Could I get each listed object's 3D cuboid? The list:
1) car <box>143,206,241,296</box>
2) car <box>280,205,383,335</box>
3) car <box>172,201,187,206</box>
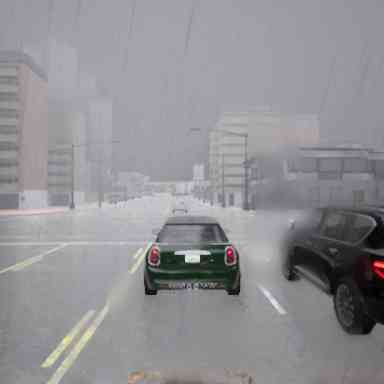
[{"bbox_3d":[-0.024,1.410,8.974,2.097,1.767,4.553,0,0,-1],"label":"car"},{"bbox_3d":[3.524,1.267,6.947,2.150,2.045,5.566,0,0,0],"label":"car"},{"bbox_3d":[-1.587,1.922,43.084,1.812,1.442,4.674,0,-1,-3],"label":"car"}]
